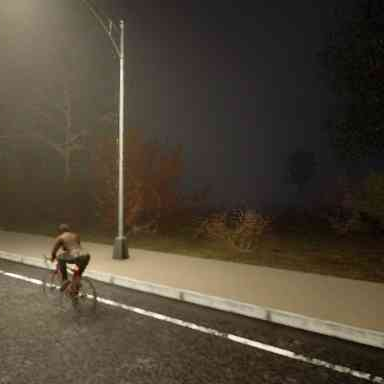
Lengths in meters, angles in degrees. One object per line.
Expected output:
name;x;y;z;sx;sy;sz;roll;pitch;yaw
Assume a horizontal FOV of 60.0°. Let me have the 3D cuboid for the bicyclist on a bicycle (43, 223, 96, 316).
bicyclist on a bicycle;-2.341;1.428;6.259;1.656;1.620;0.582;0;0;35
